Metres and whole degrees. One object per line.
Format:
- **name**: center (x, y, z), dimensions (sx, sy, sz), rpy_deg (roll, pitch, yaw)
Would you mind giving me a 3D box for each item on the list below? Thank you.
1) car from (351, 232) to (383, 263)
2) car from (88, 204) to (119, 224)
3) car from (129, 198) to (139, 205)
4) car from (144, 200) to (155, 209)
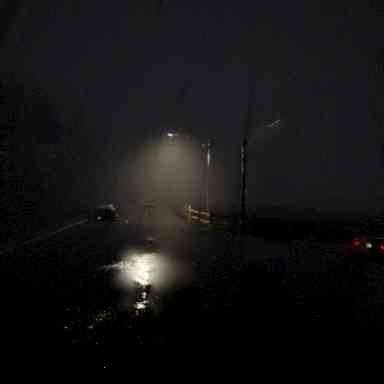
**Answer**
- **car**: center (8.532, 1.989, 12.116), dimensions (5.357, 1.411, 2.033), rpy_deg (2, -2, -15)
- **car**: center (-6.977, 1.693, 26.470), dimensions (2.128, 1.511, 4.902), rpy_deg (1, -1, -7)
- **car**: center (-12.973, 2.189, 74.256), dimensions (1.837, 1.490, 4.892), rpy_deg (1, -1, -7)
- **car**: center (-7.213, 2.137, 56.941), dimensions (2.033, 1.411, 5.357), rpy_deg (1, -1, -7)
